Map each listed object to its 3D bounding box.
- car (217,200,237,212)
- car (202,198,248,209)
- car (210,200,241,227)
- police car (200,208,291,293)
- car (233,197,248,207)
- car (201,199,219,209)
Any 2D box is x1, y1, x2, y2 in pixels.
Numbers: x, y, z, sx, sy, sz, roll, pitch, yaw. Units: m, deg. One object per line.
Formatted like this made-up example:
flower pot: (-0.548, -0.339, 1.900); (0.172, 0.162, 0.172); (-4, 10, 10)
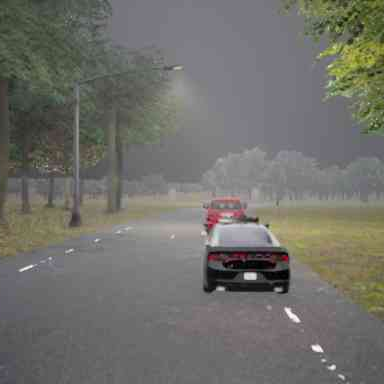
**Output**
car: (4.857, 1.893, 45.273); (2.033, 1.411, 5.357); (0, -1, 13)
car: (1.917, 1.347, 18.918); (2.150, 2.045, 5.566); (0, 0, 5)
car: (2.515, 1.519, 24.754); (2.097, 1.767, 4.553); (0, 0, 7)
police car: (1.262, 1.476, 9.144); (1.930, 1.638, 5.238); (0, 0, 3)
car: (9.247, 1.909, 62.753); (2.097, 1.767, 4.553); (0, -1, 17)
car: (2.938, 1.893, 52.890); (1.882, 1.535, 5.008); (0, -1, 14)
